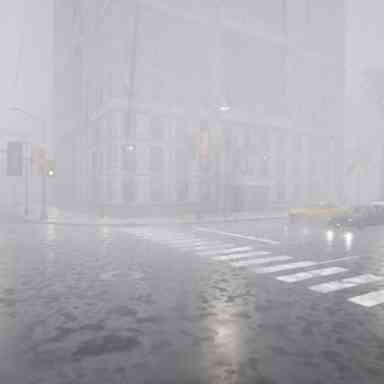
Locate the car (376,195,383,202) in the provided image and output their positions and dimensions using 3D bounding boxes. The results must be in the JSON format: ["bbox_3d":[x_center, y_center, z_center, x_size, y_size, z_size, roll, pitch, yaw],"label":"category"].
[{"bbox_3d":[17.766,1.216,29.200,5.566,2.045,2.150,0,0,-31],"label":"car"}]

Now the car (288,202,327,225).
[{"bbox_3d":[9.059,1.473,23.929,5.008,1.535,1.882,0,0,-31],"label":"car"}]

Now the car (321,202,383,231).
[{"bbox_3d":[10.864,1.544,20.935,5.357,1.411,2.033,0,0,-31],"label":"car"}]
